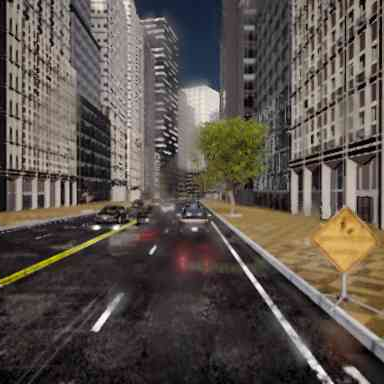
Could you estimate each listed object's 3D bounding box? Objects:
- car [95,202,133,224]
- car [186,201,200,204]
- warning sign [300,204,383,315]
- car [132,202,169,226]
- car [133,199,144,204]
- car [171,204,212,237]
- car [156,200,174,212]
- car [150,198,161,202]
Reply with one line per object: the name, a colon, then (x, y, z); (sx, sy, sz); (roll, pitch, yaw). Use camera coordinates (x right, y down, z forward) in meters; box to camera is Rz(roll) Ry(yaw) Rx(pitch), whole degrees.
car: (-6.464, 1.780, 27.262); (1.837, 1.490, 4.892); (0, -1, 1)
car: (0.191, 1.971, 46.572); (2.128, 1.511, 4.902); (0, -1, 0)
warning sign: (2.874, 1.185, 6.287); (1.300, 1.860, 1.060); (1, 0, 0)
car: (-3.142, 1.770, 26.030); (1.837, 1.490, 4.892); (0, 0, 0)
car: (-9.660, 2.120, 59.771); (1.837, 1.490, 4.892); (0, -1, 1)
car: (0.134, 1.690, 19.198); (2.128, 1.511, 4.902); (0, -1, 0)
car: (-3.101, 2.030, 42.037); (1.895, 1.301, 4.718); (0, -1, 0)
car: (-6.411, 1.964, 59.837); (2.097, 1.767, 4.553); (0, -1, 1)
